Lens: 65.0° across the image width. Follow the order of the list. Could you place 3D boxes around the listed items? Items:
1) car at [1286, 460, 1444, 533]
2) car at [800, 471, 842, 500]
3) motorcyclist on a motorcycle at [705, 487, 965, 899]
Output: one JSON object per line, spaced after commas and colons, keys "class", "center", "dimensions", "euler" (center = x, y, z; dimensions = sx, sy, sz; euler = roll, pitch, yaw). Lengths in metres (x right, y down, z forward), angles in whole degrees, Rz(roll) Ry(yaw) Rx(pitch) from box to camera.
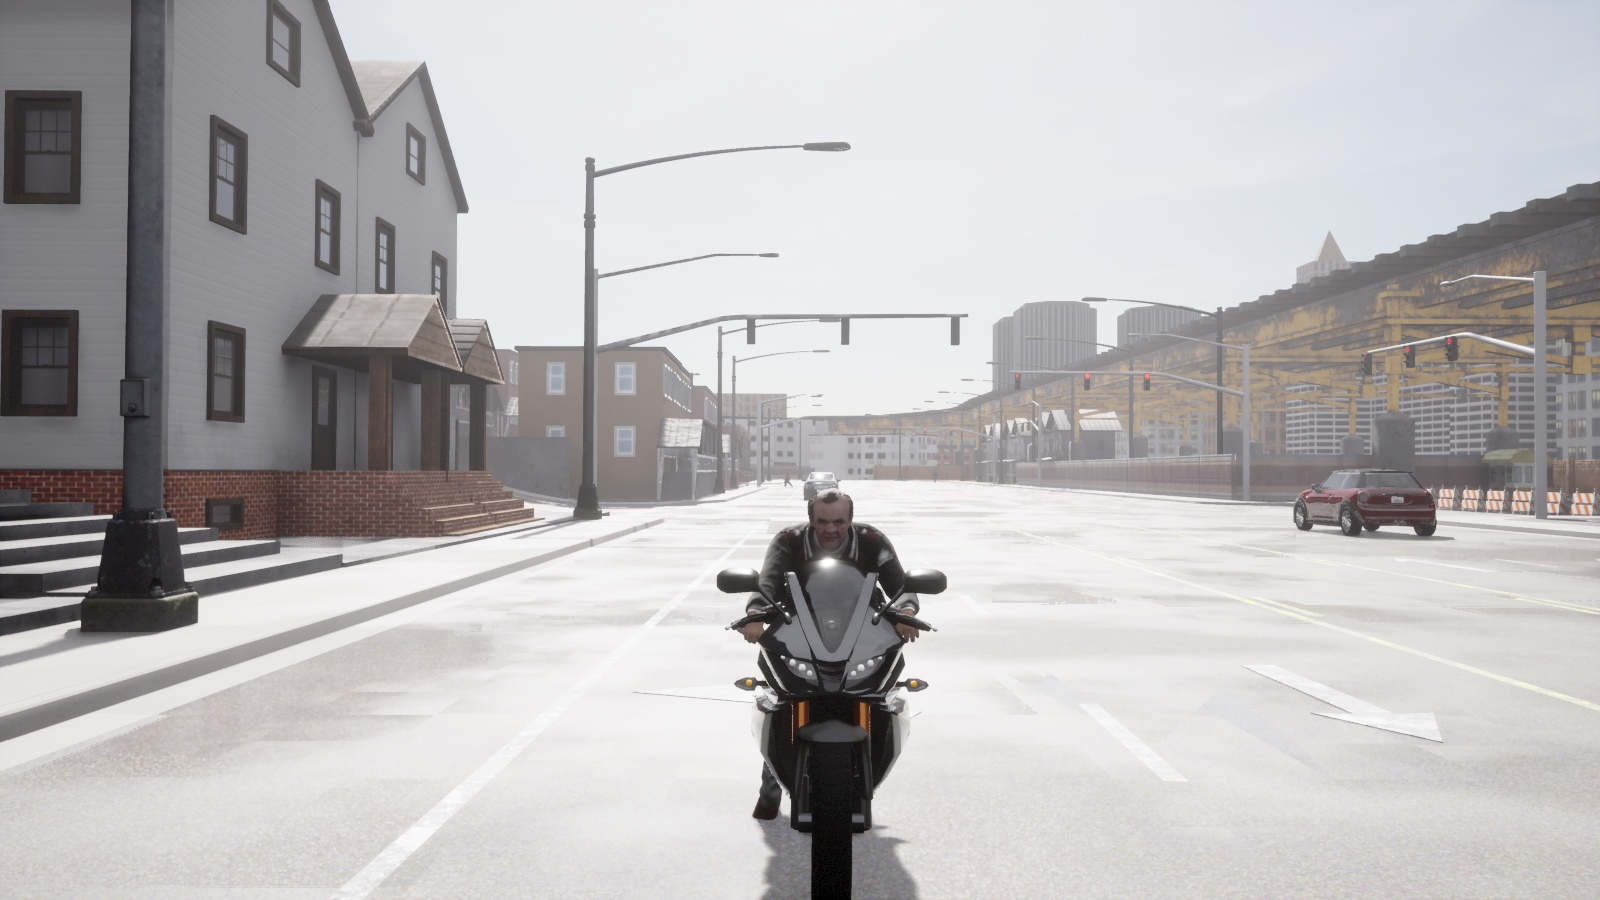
{"class": "car", "center": [14.574, 1.162, 32.692], "dimensions": [2.097, 1.767, 4.553], "euler": [0, -1, 1]}
{"class": "car", "center": [1.191, 1.906, 68.064], "dimensions": [2.128, 1.511, 4.902], "euler": [0, -1, 2]}
{"class": "motorcyclist on a motorcycle", "center": [0.135, 0.938, 5.312], "dimensions": [0.866, 1.530, 2.191], "euler": [0, -1, 1]}
